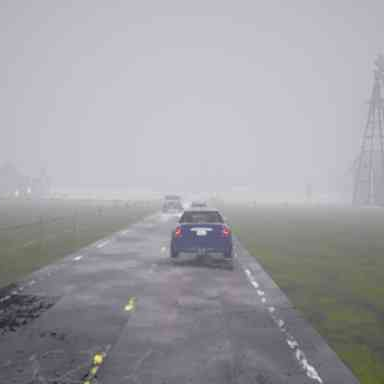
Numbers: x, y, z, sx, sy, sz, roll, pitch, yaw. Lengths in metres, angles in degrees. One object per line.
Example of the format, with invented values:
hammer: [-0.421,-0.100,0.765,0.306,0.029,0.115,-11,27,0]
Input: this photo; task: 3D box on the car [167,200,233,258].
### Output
car: [0.350,1.370,13.075,2.097,1.767,4.553,0,0,1]

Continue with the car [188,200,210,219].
car: [0.629,1.552,30.843,1.837,1.490,4.892,0,0,1]

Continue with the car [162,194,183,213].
car: [-2.192,1.284,38.682,2.150,2.045,5.566,0,0,1]
